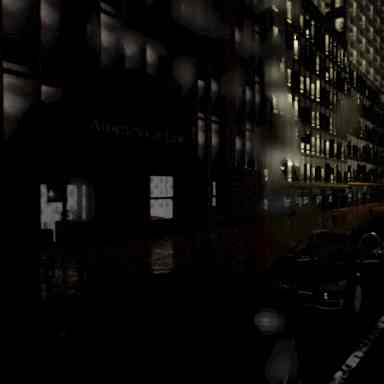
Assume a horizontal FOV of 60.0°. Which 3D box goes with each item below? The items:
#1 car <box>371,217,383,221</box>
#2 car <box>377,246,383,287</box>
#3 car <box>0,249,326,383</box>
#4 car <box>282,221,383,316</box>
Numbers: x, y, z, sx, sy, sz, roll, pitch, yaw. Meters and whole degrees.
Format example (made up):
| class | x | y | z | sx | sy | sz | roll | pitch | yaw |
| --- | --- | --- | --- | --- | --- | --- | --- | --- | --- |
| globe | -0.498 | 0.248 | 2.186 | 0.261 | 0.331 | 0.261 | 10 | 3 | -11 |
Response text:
| class | x | y | z | sx | sy | sz | roll | pitch | yaw |
| --- | --- | --- | --- | --- | --- | --- | --- | --- | --- |
| car | 6.979 | 1.576 | 11.772 | 1.802 | 1.307 | 4.206 | -1 | 0 | 41 |
| car | 4.744 | 1.488 | 5.276 | 2.128 | 1.511 | 4.902 | 0 | 0 | 41 |
| car | -0.506 | 1.545 | 3.218 | 1.887 | 1.381 | 4.507 | -1 | 0 | 41 |
| car | 3.236 | 1.548 | 7.495 | 2.008 | 1.369 | 4.403 | -1 | 0 | 41 |
